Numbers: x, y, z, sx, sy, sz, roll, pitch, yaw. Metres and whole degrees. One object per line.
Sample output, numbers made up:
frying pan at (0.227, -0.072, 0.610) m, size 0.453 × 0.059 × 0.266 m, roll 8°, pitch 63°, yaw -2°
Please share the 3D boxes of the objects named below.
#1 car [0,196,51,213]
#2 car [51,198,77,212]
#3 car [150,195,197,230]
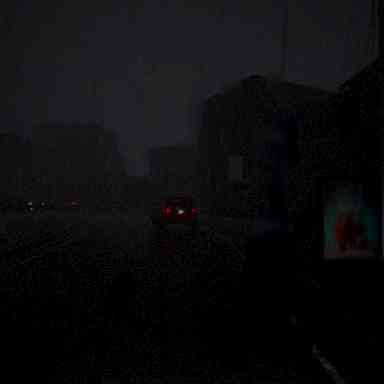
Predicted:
car at (-17.322, 1.224, 33.985) m, size 4.553 × 1.767 × 2.097 m, roll 0°, pitch -1°, yaw 20°
car at (-14.973, 1.444, 36.954) m, size 4.902 × 1.511 × 2.128 m, roll 0°, pitch -1°, yaw 27°
car at (-1.221, 1.174, 20.784) m, size 2.150 × 2.045 × 5.566 m, roll 1°, pitch 0°, yaw -13°
